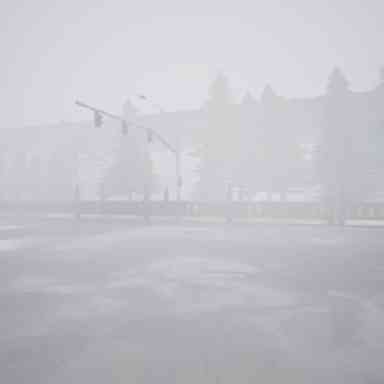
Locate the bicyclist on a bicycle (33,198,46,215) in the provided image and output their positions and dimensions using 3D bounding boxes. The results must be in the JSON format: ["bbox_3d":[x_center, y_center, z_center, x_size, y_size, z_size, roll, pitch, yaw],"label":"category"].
[{"bbox_3d":[-14.602,1.424,31.881,0.582,1.620,1.656,0,0,20],"label":"bicyclist on a bicycle"}]
